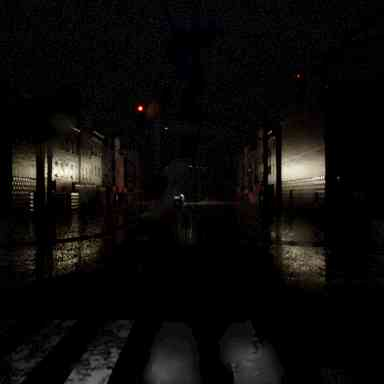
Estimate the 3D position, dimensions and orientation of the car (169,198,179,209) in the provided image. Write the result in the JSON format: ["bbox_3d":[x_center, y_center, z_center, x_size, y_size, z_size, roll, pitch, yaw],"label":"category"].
[{"bbox_3d":[-2.650,1.619,35.256,1.802,1.307,4.206,0,0,0],"label":"car"}]

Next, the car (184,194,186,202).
[{"bbox_3d":[-2.659,1.408,57.678,2.192,1.841,5.009,0,0,0],"label":"car"}]

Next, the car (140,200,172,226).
[{"bbox_3d":[-2.645,1.543,23.876,1.752,1.417,4.829,0,0,0],"label":"car"}]

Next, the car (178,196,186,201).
[{"bbox_3d":[-2.676,1.771,91.311,1.947,1.339,4.313,0,0,0],"label":"car"}]

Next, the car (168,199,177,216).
[{"bbox_3d":[-2.647,1.572,29.651,1.887,1.381,4.507,0,0,0],"label":"car"}]

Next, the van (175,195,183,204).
[{"bbox_3d":[-2.664,1.467,68.889,1.690,1.788,3.998,0,0,0],"label":"van"}]

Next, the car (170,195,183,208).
[{"bbox_3d":[-2.655,1.503,46.467,1.967,1.590,4.097,0,0,0],"label":"car"}]

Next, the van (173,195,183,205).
[{"bbox_3d":[-2.662,1.450,63.284,1.690,1.788,3.998,0,0,0],"label":"van"}]
